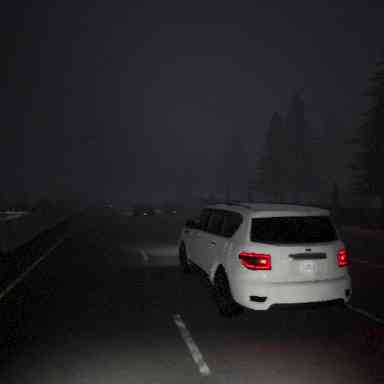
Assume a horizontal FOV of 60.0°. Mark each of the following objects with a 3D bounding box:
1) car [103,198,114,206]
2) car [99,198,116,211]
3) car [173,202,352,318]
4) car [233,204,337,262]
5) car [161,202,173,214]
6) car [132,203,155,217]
[{"bbox_3d":[-15.735,1.838,62.503,1.994,1.385,4.181,0,0,-15],"label":"car"},{"bbox_3d":[-11.005,1.737,43.265,2.033,1.411,5.357,0,0,-11],"label":"car"},{"bbox_3d":[1.199,1.269,7.839,2.150,2.045,5.566,0,0,-14],"label":"car"},{"bbox_3d":[3.451,1.437,13.414,2.097,1.767,4.553,0,0,-14],"label":"car"},{"bbox_3d":[-2.347,1.792,37.349,1.895,1.301,4.718,0,0,-14],"label":"car"},{"bbox_3d":[-4.896,1.759,33.001,1.895,1.301,4.718,0,0,-14],"label":"car"}]
